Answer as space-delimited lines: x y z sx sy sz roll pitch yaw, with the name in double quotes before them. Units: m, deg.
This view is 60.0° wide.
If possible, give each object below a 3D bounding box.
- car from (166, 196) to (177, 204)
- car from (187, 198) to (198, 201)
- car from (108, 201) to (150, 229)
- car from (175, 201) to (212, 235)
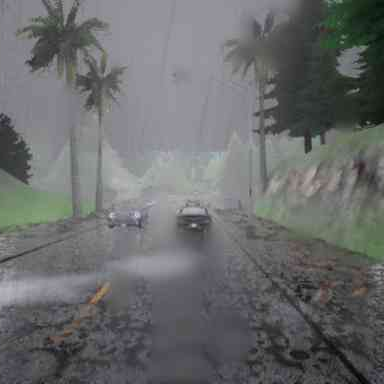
"car" -4.020 1.611 65.299 2.128 1.511 4.902 0 0 0
"car" 0.091 1.583 45.160 2.128 1.511 4.902 0 0 0
"car" -4.095 1.396 22.122 2.097 1.767 4.553 0 0 0
"car" 0.097 1.516 19.102 1.882 1.535 5.008 0 0 0
